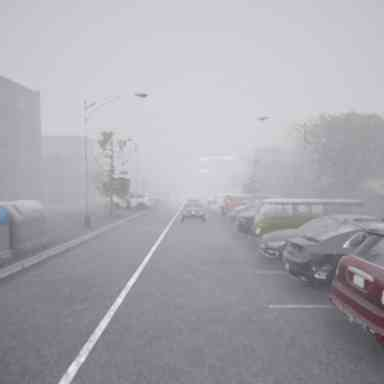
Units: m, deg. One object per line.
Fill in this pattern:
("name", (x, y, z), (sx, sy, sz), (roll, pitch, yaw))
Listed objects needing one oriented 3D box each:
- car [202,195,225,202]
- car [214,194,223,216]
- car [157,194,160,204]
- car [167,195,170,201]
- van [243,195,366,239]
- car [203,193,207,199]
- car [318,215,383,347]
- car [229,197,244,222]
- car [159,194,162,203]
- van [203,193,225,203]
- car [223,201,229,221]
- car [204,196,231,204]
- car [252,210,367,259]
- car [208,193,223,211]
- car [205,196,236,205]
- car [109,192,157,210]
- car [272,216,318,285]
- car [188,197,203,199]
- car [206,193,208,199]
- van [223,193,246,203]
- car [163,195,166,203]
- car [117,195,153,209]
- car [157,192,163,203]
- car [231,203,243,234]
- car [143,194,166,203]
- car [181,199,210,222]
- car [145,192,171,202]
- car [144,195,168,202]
("car", (4.632, 1.372, 72.036), (4.892, 1.521, 2.231), (0, 1, 0))
("car", (4.614, 1.323, 30.118), (4.553, 1.767, 2.185), (0, 0, 0))
("car", (-7.686, 1.466, 51.155), (4.674, 1.452, 2.002), (0, 0, 0))
("car", (-7.506, 1.407, 65.848), (5.366, 1.575, 1.946), (0, 0, 0))
("van", (4.531, 1.240, 13.357), (4.442, 1.987, 1.878), (0, 0, 0))
("car", (4.613, 1.174, 52.467), (5.566, 2.045, 2.435), (0, 0, 0))
("car", (4.617, 1.349, 4.977), (4.553, 1.767, 2.185), (0, 0, 0))
("car", (4.677, 1.335, 18.945), (4.553, 1.767, 2.185), (0, 0, 0))
("car", (-7.718, 1.452, 54.094), (4.792, 1.488, 2.163), (0, 0, 0))
("van", (4.522, 1.176, 69.226), (4.442, 1.987, 1.878), (0, 1, 0))
("car", (4.644, 1.497, 21.738), (4.674, 1.452, 2.002), (0, 0, 0))
("car", (4.633, 1.417, 60.973), (4.892, 1.521, 2.231), (0, 0, 0))
("car", (4.654, 1.470, 10.564), (4.892, 1.521, 2.231), (0, 0, 0))
("car", (4.672, 1.194, 32.913), (5.566, 2.045, 2.435), (0, 0, 0))
("car", (4.635, 1.422, 55.262), (5.008, 1.535, 2.097), (0, 0, 0))
("car", (-7.715, 1.184, 42.341), (5.566, 2.045, 2.435), (0, 0, 0))
("car", (4.642, 1.473, 7.769), (4.892, 1.521, 2.231), (0, 0, 0))
("car", (0.092, 1.460, 42.969), (1.837, 1.490, 4.892), (0, 0, 0))
("car", (4.673, 1.305, 47.005), (4.553, 1.767, 2.185), (0, 0, 0))
("van", (4.763, 1.228, 24.531), (4.442, 1.987, 1.878), (0, 0, 0))
("car", (-7.696, 1.418, 59.845), (4.892, 1.521, 2.231), (0, 0, 0))
("car", (-7.656, 1.307, 45.154), (4.553, 1.767, 2.185), (0, 0, 0))
("car", (-7.721, 1.294, 57.032), (4.553, 1.767, 2.185), (0, 0, 0))
("car", (4.642, 1.463, 16.275), (5.008, 1.535, 2.097), (0, 0, 0))
("car", (-7.661, 1.277, 68.789), (4.553, 1.767, 2.185), (0, 0, 0))
("car", (0.096, 1.520, 26.215), (2.033, 1.411, 5.357), (0, 0, 0))
("car", (-7.664, 1.075, 74.561), (5.566, 2.045, 2.435), (0, 1, 0))
("car", (-7.697, 1.377, 71.620), (5.008, 1.535, 2.097), (0, 1, 0))
